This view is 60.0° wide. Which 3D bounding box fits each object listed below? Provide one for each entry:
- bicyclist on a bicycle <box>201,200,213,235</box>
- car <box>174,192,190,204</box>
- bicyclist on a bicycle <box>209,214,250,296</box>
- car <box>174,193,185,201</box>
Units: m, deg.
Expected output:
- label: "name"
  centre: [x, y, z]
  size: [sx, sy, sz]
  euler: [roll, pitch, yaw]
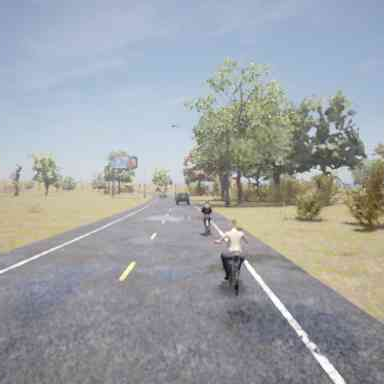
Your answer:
- label: "bicyclist on a bicycle"
  centre: [0.773, 1.316, 17.402]
  size: [0.659, 1.776, 1.843]
  euler: [0, 0, -1]
- label: "car"
  centre: [-1.586, 1.023, 56.294]
  size: [2.150, 2.045, 5.566]
  euler: [0, 0, -3]
- label: "bicyclist on a bicycle"
  centre: [0.937, 1.413, 7.617]
  size: [0.866, 1.612, 1.509]
  euler: [0, 0, -1]
- label: "car"
  centre: [-2.821, 1.080, 73.528]
  size: [2.097, 1.767, 4.553]
  euler: [0, 0, -5]
